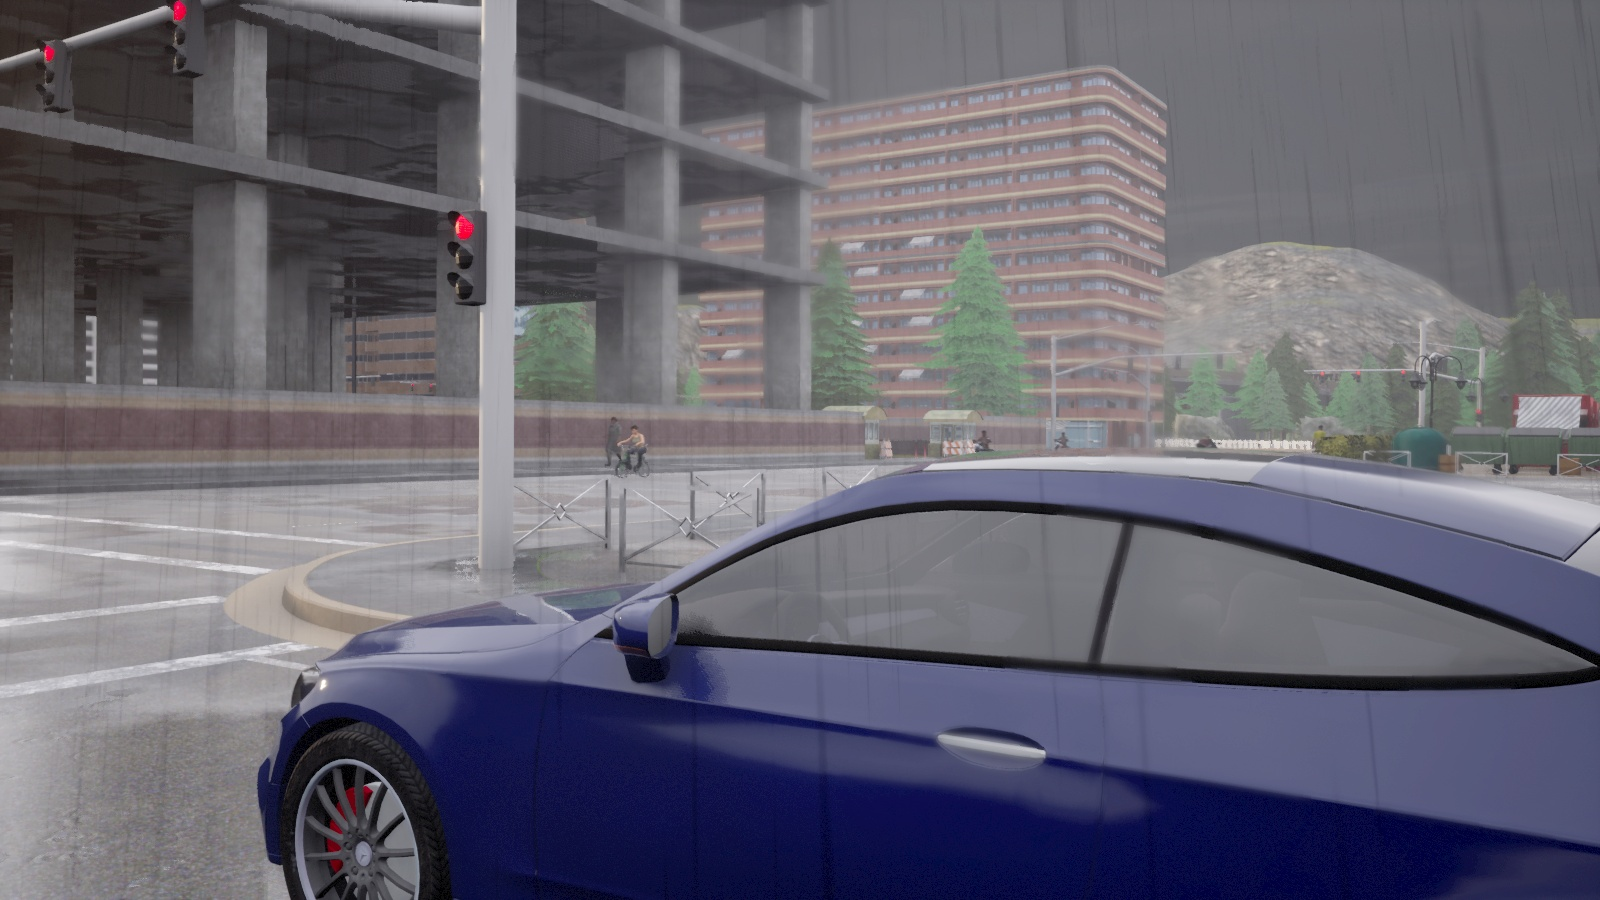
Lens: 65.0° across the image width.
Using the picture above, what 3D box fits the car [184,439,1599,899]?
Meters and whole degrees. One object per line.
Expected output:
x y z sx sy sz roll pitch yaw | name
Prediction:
0.620 0.708 3.212 4.674 1.442 1.812 0 1 34 | car

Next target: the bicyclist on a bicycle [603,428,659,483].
-5.039 0.146 37.496 0.866 1.612 1.509 0 1 34 | bicyclist on a bicycle

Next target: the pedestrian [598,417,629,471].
-6.717 -0.219 45.339 0.659 1.952 0.873 0 1 36 | pedestrian
